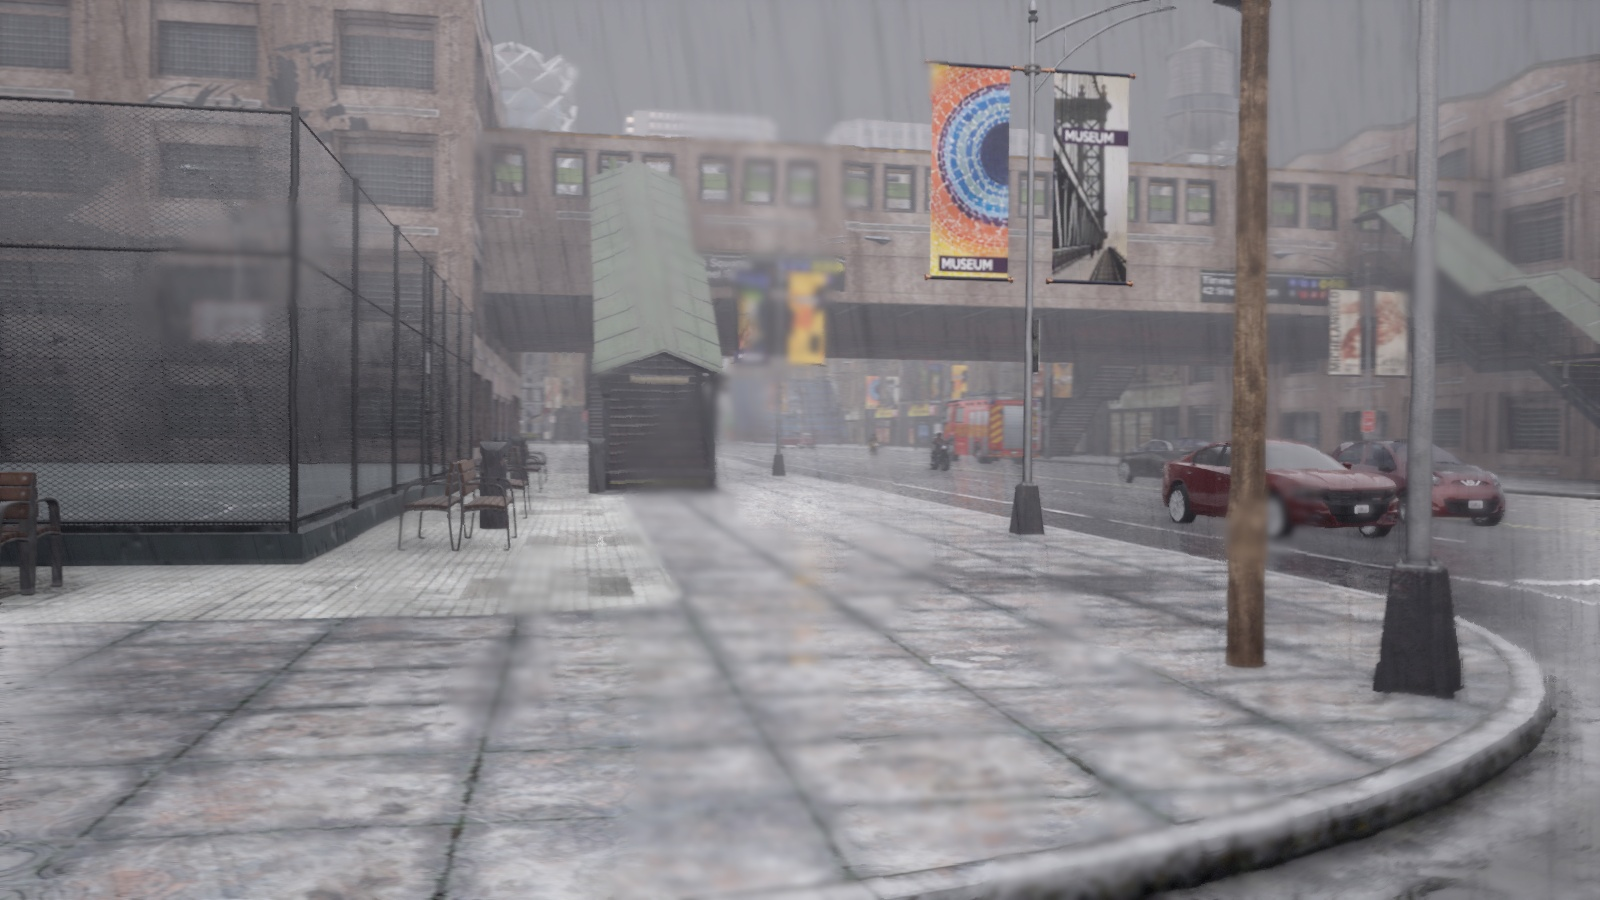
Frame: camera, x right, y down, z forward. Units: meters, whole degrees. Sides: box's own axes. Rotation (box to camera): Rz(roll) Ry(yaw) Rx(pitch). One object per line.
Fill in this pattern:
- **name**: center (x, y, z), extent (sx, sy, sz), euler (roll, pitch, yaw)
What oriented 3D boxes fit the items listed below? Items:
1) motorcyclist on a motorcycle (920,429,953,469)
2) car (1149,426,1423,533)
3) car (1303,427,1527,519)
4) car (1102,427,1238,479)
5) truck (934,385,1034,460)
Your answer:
- **motorcyclist on a motorcycle**: center (5.711, -0.065, 52.590), extent (0.766, 1.649, 2.350), euler (-1, 1, -10)
- **car**: center (7.785, 0.391, 20.754), extent (1.882, 1.535, 5.008), euler (-1, 1, -10)
- **car**: center (10.986, 0.362, 22.733), extent (1.845, 1.501, 3.633), euler (-1, 1, -10)
- **car**: center (11.527, 0.058, 39.566), extent (2.128, 1.511, 4.902), euler (-1, 1, -10)
- **truck**: center (9.947, -1.461, 68.888), extent (2.891, 3.827, 8.468), euler (-1, 1, -10)
